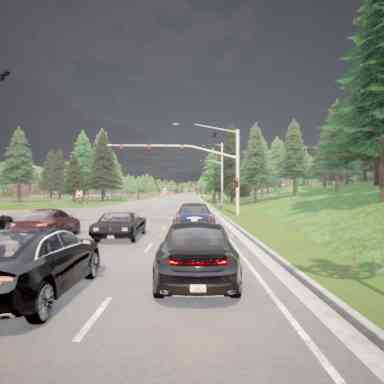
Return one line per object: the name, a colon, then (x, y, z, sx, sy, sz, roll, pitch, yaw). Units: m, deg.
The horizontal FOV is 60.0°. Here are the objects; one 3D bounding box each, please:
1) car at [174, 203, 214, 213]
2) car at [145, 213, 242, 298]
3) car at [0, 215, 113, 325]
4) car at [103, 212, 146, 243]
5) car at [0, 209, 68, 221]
car: (0.109, 1.347, 17.562, 2.097, 1.767, 4.553, 0, 0, 0)
car: (0.105, 1.503, 8.468, 1.837, 1.490, 4.892, 0, 0, 0)
car: (-3.396, 1.490, 7.090, 2.128, 1.511, 4.902, 0, 0, 0)
car: (-3.391, 1.597, 16.117, 1.895, 1.301, 4.718, 0, 0, 0)
car: (-6.891, 1.522, 15.960, 1.812, 1.442, 4.674, 0, 0, 0)
